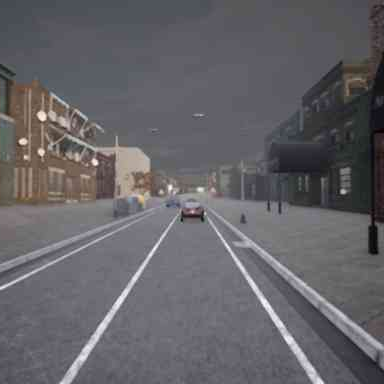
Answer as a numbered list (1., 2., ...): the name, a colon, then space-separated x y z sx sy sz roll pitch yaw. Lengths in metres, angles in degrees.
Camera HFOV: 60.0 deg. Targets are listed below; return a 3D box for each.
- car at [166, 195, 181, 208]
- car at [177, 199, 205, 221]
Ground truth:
1. car: -3.080 1.572 55.506 2.150 2.045 5.566 0 0 1
2. car: 0.060 1.640 29.104 2.163 1.488 4.792 0 0 0
